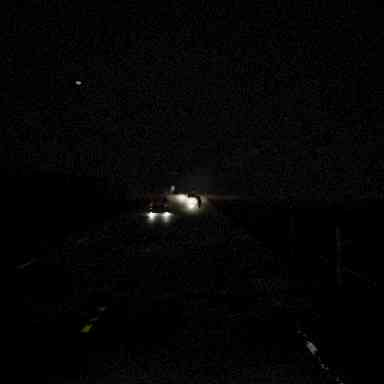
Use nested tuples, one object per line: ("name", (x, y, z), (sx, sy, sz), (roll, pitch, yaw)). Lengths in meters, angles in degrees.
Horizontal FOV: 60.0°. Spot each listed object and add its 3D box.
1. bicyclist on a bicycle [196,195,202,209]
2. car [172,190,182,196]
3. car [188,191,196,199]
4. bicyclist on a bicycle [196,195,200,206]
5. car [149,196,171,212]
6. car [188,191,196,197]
("bicyclist on a bicycle", (0.947, 1.391, 41.324), (0.582, 1.620, 1.656), (0, 0, 0))
("car", (-3.536, 0.354, 78.776), (1.837, 1.490, 4.892), (0, 1, 0))
("car", (-0.036, 0.747, 78.362), (1.837, 1.490, 4.892), (0, 1, 0))
("bicyclist on a bicycle", (0.942, 1.253, 50.304), (0.582, 1.620, 1.656), (0, 1, 0))
("car", (-3.597, 1.328, 37.888), (2.097, 1.767, 4.553), (0, 1, 0))
("car", (-0.042, 0.542, 91.061), (2.128, 1.511, 4.902), (0, 1, 0))
